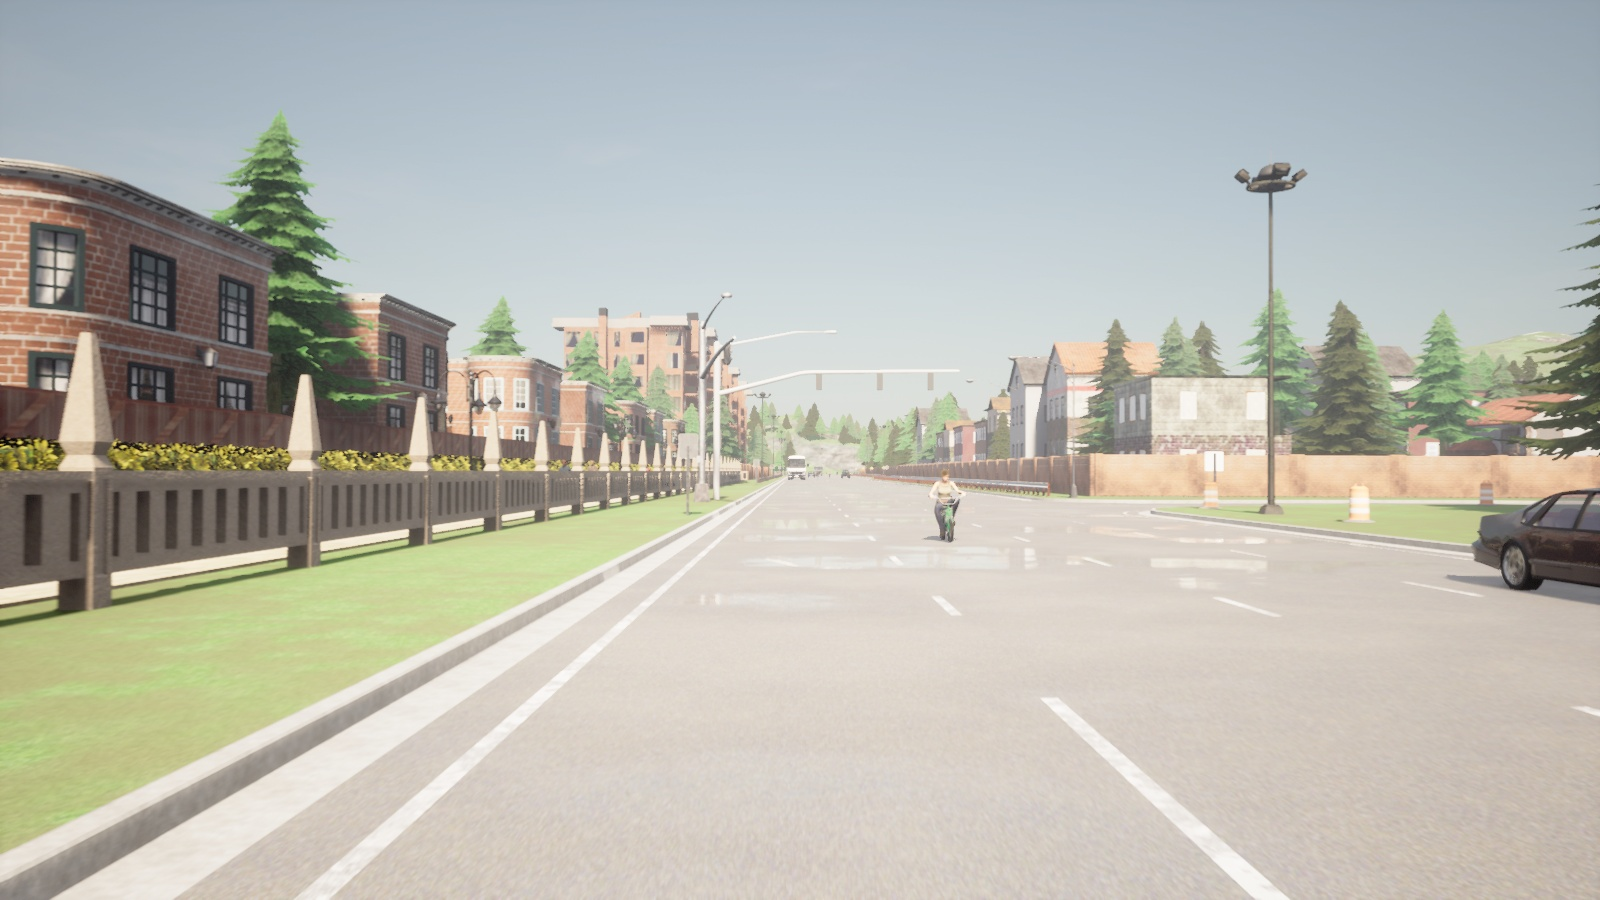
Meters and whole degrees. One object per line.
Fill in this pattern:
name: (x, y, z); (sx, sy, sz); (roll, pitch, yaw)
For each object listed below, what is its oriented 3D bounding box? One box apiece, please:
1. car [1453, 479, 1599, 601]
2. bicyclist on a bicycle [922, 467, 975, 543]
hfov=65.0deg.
car: (10.462, 1.079, 15.451); (2.033, 1.411, 5.357); (0, -1, 0)
bicyclist on a bicycle: (3.271, 1.203, 27.790); (0.866, 1.612, 1.509); (-1, -1, -3)
